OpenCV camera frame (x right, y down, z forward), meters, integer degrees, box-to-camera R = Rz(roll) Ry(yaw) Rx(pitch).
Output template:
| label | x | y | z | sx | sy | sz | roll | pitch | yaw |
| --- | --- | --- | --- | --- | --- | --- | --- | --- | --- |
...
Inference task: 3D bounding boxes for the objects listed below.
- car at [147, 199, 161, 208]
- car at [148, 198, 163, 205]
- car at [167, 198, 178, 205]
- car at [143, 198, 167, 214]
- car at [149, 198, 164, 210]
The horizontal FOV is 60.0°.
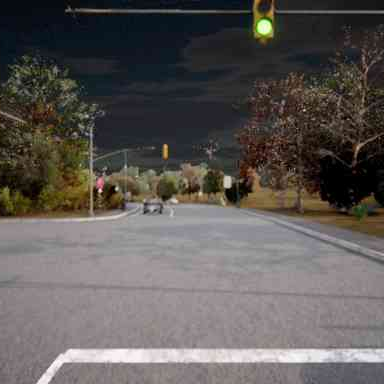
| label | x | y | z | sx | sy | sz | roll | pitch | yaw |
| --- | --- | --- | --- | --- | --- | --- | --- | --- | --- |
| car | -6.522 | 1.904 | 56.728 | 1.994 | 1.385 | 4.181 | 0 | -1 | -11 |
| car | -8.416 | 2.186 | 75.473 | 1.882 | 1.535 | 5.008 | 0 | -1 | -25 |
| car | -4.548 | 2.197 | 75.279 | 1.812 | 1.442 | 4.674 | 0 | -1 | -22 |
| car | -4.039 | 1.485 | 34.802 | 2.128 | 1.511 | 4.902 | 0 | 0 | -3 |
| car | -4.826 | 1.593 | 45.107 | 1.882 | 1.535 | 5.008 | 0 | -1 | -7 |
